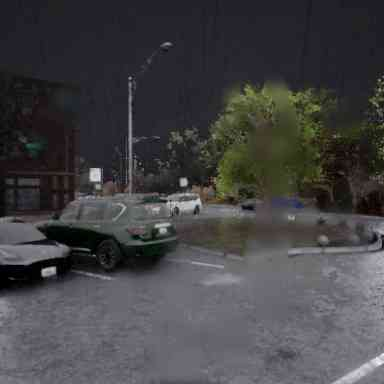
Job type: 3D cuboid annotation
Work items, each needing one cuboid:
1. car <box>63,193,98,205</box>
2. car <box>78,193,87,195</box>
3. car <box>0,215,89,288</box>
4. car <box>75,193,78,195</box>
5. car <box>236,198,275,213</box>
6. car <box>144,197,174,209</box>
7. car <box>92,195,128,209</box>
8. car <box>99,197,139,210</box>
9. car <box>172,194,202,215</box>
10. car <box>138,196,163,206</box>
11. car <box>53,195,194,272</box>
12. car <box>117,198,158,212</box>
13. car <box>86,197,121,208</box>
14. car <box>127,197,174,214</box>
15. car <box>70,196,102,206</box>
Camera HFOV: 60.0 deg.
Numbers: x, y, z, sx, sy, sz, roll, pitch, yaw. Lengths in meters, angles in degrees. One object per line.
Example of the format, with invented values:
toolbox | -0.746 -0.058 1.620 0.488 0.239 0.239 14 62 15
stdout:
car | -19.673 1.219 58.921 2.435 2.045 5.566 -1 0 36
car | -14.639 1.335 51.442 2.185 1.767 4.553 0 1 36
car | -5.364 1.514 9.236 4.792 1.488 2.163 -1 -1 34
car | -16.313 1.337 53.933 2.185 1.767 4.553 0 1 36
car | 6.833 1.446 36.484 2.128 1.511 4.902 0 0 -33
car | -4.647 1.441 46.014 1.882 1.535 5.008 0 0 -34
car | -11.334 1.333 46.413 2.185 1.767 4.553 -1 0 36
car | -9.621 1.457 43.946 2.097 1.535 5.008 0 1 36
car | -1.222 1.203 31.473 2.435 2.045 5.566 0 1 36
car | -7.136 1.509 57.139 2.033 1.411 5.357 0 0 -34
car | -3.013 1.228 10.963 5.566 2.045 2.435 -1 0 35
car | -6.273 1.496 38.964 2.002 1.452 4.674 -1 0 36
car | -12.986 1.499 48.927 2.002 1.452 4.674 -1 0 36
car | -4.476 1.449 36.628 1.946 1.575 5.366 -1 0 36
car | -17.998 1.496 56.432 2.163 1.488 4.792 -1 0 36
